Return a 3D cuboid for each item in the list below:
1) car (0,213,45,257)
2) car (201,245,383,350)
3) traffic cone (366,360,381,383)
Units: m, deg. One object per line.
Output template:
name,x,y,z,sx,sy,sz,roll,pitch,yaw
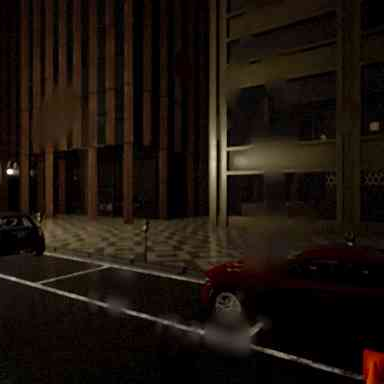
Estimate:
car,-7.107,1.440,11.834,4.097,1.590,1.967,0,0,34
car,2.258,1.545,5.414,4.507,1.381,1.887,0,0,34
traffic cone,1.787,1.956,3.264,0.340,0.580,0.340,0,0,35
